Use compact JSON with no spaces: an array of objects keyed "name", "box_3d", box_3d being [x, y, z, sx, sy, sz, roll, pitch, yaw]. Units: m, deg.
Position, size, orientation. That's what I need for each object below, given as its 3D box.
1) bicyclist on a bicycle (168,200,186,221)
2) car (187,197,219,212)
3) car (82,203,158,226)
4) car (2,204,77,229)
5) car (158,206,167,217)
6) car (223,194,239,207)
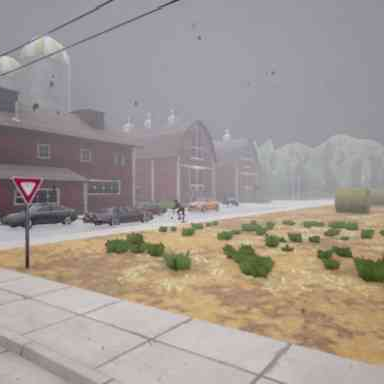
[{"name":"bicyclist on a bicycle","box_3d":[-0.991,1.353,22.949,1.656,1.620,0.582,-1,0,35]},{"name":"car","box_3d":[1.371,1.448,39.513,2.097,1.767,4.553,0,0,35]},{"name":"car","box_3d":[-5.098,1.621,23.618,2.033,1.411,5.357,0,0,35]},{"name":"car","box_3d":[-10.256,1.599,22.707,1.837,1.490,4.892,0,0,35]},{"name":"car","box_3d":[-4.479,1.696,31.064,1.895,1.301,4.718,0,0,35]},{"name":"car","box_3d":[6.209,1.265,53.731,1.905,1.878,3.866,6,1,-8]}]
